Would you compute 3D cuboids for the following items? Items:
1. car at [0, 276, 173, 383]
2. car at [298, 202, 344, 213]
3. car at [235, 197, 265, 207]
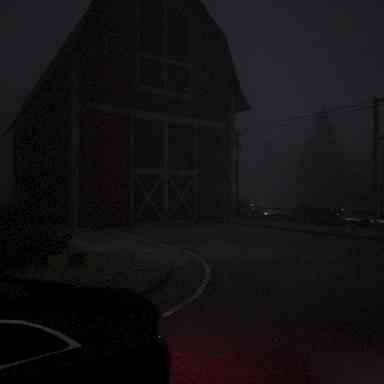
[{"bbox_3d":[-2.457,1.491,2.244,4.902,1.511,2.128,0,0,-36],"label":"car"},{"bbox_3d":[11.246,1.627,30.182,1.895,1.301,4.718,0,0,-34],"label":"car"},{"bbox_3d":[6.142,1.379,37.624,2.097,1.767,4.553,0,0,-34],"label":"car"}]
